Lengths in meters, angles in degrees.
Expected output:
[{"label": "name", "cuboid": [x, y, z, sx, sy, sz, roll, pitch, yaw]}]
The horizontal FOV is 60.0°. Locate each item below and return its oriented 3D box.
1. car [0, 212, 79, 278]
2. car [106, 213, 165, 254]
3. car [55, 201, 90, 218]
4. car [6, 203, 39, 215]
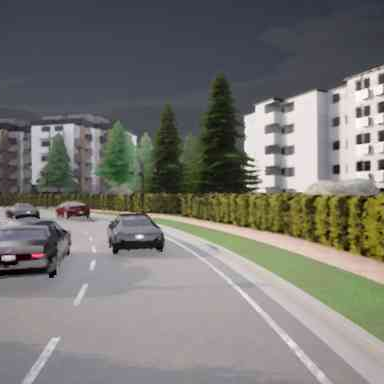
[{"label": "car", "cuboid": [-4.837, 1.572, 10.095, 2.033, 1.411, 5.357, 0, 0, -14]}, {"label": "car", "cuboid": [-2.442, 1.568, 13.766, 1.994, 1.385, 4.181, 0, 0, -17]}, {"label": "car", "cuboid": [-10.670, 1.525, 29.490, 1.882, 1.535, 5.008, 0, 0, -37]}, {"label": "car", "cuboid": [-14.756, 1.640, 28.926, 1.994, 1.385, 4.181, 0, 0, -40]}]
